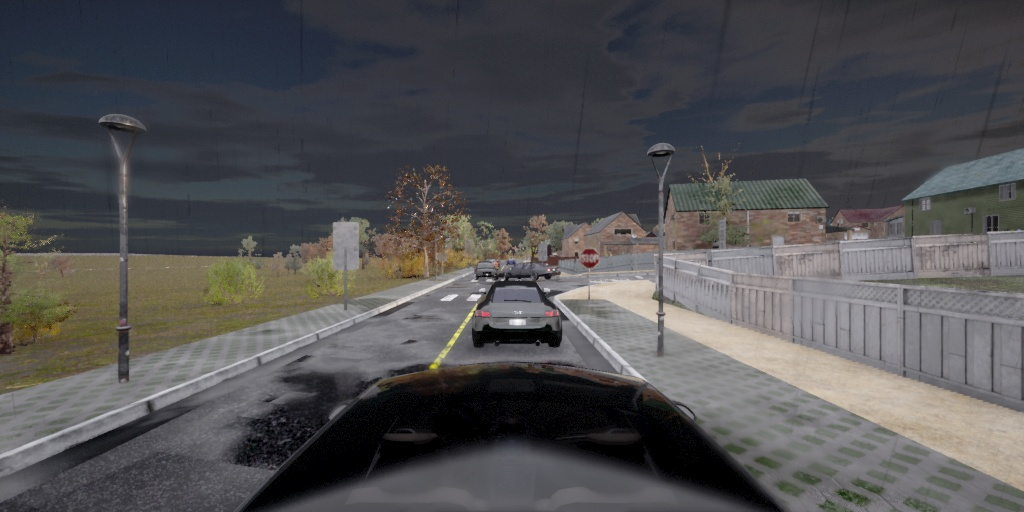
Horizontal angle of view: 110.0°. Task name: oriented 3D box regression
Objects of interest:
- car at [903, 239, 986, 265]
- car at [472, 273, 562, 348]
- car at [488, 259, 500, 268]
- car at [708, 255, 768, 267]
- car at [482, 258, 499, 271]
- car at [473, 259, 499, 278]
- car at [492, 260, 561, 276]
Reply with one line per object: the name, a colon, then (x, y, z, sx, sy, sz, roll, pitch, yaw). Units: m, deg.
car: (23.836, -0.208, 20.318, 4.902, 1.511, 2.128, -3, 0, 14)
car: (0.081, 1.313, 9.282, 1.994, 1.385, 4.181, 0, 0, -1)
car: (-3.000, 1.256, 61.054, 1.882, 1.535, 5.008, 0, 0, 0)
car: (14.329, 0.413, 22.714, 4.181, 1.385, 1.994, -3, 0, 16)
car: (-2.986, 1.121, 51.017, 2.097, 1.767, 4.553, 0, 0, 0)
car: (-2.334, 1.258, 31.201, 1.837, 1.490, 4.892, 0, 0, -8)
car: (1.262, 1.198, 28.300, 5.357, 1.411, 2.033, -4, -3, 43)
